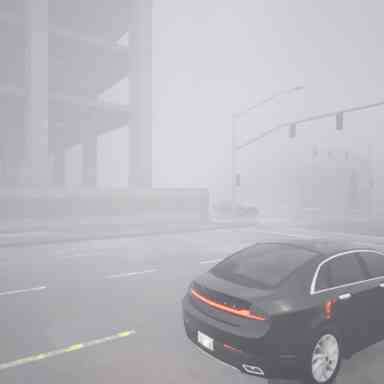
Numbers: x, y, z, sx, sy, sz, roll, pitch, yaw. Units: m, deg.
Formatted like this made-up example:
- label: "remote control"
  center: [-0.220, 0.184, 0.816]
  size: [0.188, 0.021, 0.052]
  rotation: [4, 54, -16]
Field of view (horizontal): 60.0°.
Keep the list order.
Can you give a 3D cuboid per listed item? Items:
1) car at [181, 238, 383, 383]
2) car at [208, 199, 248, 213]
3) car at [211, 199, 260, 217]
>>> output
- label: "car"
  center: [2.143, 1.505, 5.317]
  size: [4.892, 1.490, 1.837]
  rotation: [0, 0, -35]
- label: "car"
  center: [4.037, 1.526, 37.874]
  size: [1.812, 1.442, 4.674]
  rotation: [0, 0, -36]
- label: "car"
  center: [4.172, 1.601, 31.720]
  size: [1.895, 1.301, 4.718]
  rotation: [0, 0, -36]
